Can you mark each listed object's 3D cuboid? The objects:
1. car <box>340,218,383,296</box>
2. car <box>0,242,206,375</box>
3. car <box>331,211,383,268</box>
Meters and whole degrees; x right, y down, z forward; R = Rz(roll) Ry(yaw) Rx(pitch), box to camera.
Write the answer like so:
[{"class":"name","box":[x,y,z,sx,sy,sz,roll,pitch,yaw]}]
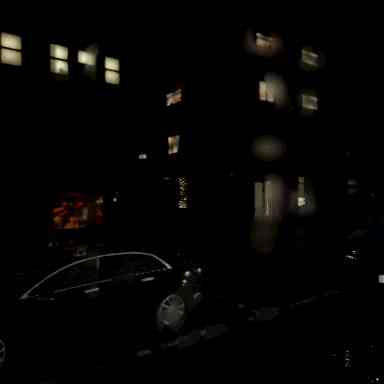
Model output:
[{"class":"car","box":[5.659,1.170,7.421,5.566,2.045,2.150,0,0,-36]},{"class":"car","box":[-1.811,1.542,5.272,4.403,1.369,2.008,0,0,-36]},{"class":"car","box":[7.040,1.454,11.594,4.829,1.417,1.752,0,0,-36]}]
